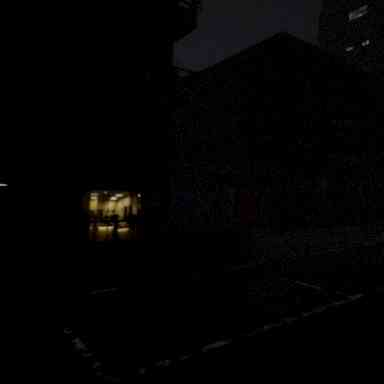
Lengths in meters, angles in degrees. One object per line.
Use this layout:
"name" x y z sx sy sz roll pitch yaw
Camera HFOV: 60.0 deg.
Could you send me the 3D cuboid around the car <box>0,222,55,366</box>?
"car" -3.997 1.311 3.212 5.009 1.841 2.192 0 2 -35
